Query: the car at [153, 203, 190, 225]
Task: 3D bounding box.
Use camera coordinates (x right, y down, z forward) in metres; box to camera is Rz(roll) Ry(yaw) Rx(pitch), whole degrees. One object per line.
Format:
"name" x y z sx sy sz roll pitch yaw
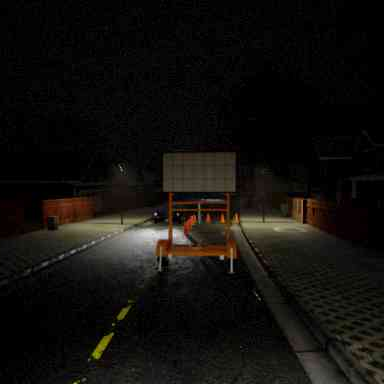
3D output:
"car" -1.365 1.477 23.335 1.895 1.301 4.718 0 1 7

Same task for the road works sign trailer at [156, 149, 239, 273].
"road works sign trailer" 0.241 0.437 10.631 2.380 3.560 2.880 0 0 6

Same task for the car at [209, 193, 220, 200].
"car" 4.427 0.723 65.098 1.812 1.442 4.674 0 1 8
